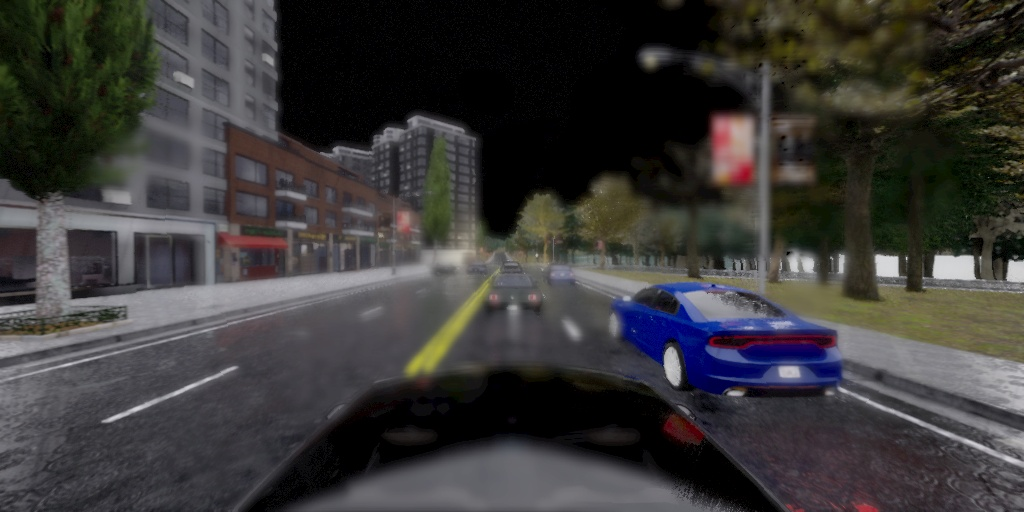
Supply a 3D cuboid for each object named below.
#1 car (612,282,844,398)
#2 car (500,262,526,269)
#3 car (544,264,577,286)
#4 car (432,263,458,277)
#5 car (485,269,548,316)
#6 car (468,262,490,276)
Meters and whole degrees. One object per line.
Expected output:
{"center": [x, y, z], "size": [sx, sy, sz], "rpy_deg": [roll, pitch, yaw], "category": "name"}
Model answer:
{"center": [3.320, 1.220, 6.730], "size": [1.882, 1.535, 5.008], "rpy_deg": [0, 0, 0], "category": "car"}
{"center": [0.091, 1.259, 30.178], "size": [1.837, 1.490, 4.892], "rpy_deg": [0, 0, 0], "category": "car"}
{"center": [3.334, 1.294, 25.264], "size": [2.033, 1.411, 5.357], "rpy_deg": [0, 0, 0], "category": "car"}
{"center": [-6.600, 1.366, 35.678], "size": [1.895, 1.301, 4.718], "rpy_deg": [0, 0, 0], "category": "car"}
{"center": [0.092, 1.339, 13.320], "size": [1.895, 1.301, 4.718], "rpy_deg": [0, 0, 0], "category": "car"}
{"center": [-3.347, 1.332, 36.964], "size": [1.994, 1.385, 4.181], "rpy_deg": [0, 0, 0], "category": "car"}
